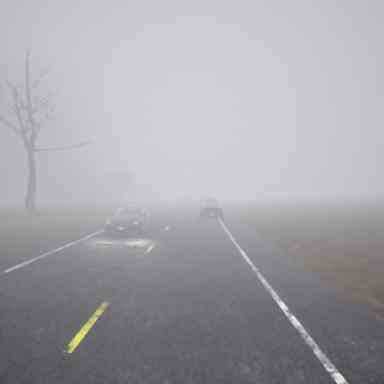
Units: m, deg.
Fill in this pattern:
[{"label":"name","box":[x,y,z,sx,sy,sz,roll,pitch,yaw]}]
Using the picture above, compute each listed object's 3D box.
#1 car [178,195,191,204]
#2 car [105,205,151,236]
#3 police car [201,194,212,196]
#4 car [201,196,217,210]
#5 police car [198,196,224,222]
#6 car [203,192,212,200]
[{"label":"car","box":[-1.326,1.311,60.116,1.882,1.535,5.008,0,0,5]},{"label":"car","box":[-3.368,1.477,18.303,1.812,1.442,4.674,0,0,1]},{"label":"police car","box":[1.857,1.331,36.105,1.930,1.638,5.238,0,0,3]},{"label":"car","box":[2.146,1.345,42.158,1.801,1.575,5.366,0,0,3]},{"label":"police car","box":[1.477,1.358,26.146,1.930,1.638,5.238,0,0,2]},{"label":"car","box":[3.674,0.982,78.048,2.097,1.767,4.553,0,0,6]}]
